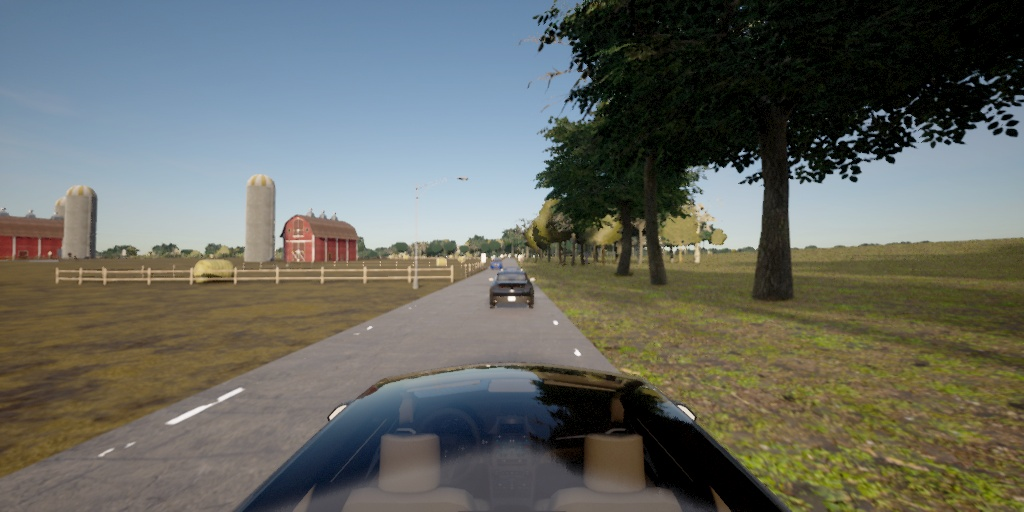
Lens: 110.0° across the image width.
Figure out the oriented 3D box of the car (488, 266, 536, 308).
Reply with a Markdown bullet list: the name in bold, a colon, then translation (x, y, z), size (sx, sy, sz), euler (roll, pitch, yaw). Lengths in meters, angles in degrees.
- **car**: translation (-0.005, 1.396, 16.165), size (1.837, 1.490, 4.892), euler (0, 0, 0)

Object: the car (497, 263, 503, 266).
- **car**: translation (-0.015, 1.594, 31.143), size (1.994, 1.385, 4.181), euler (0, 0, 0)
